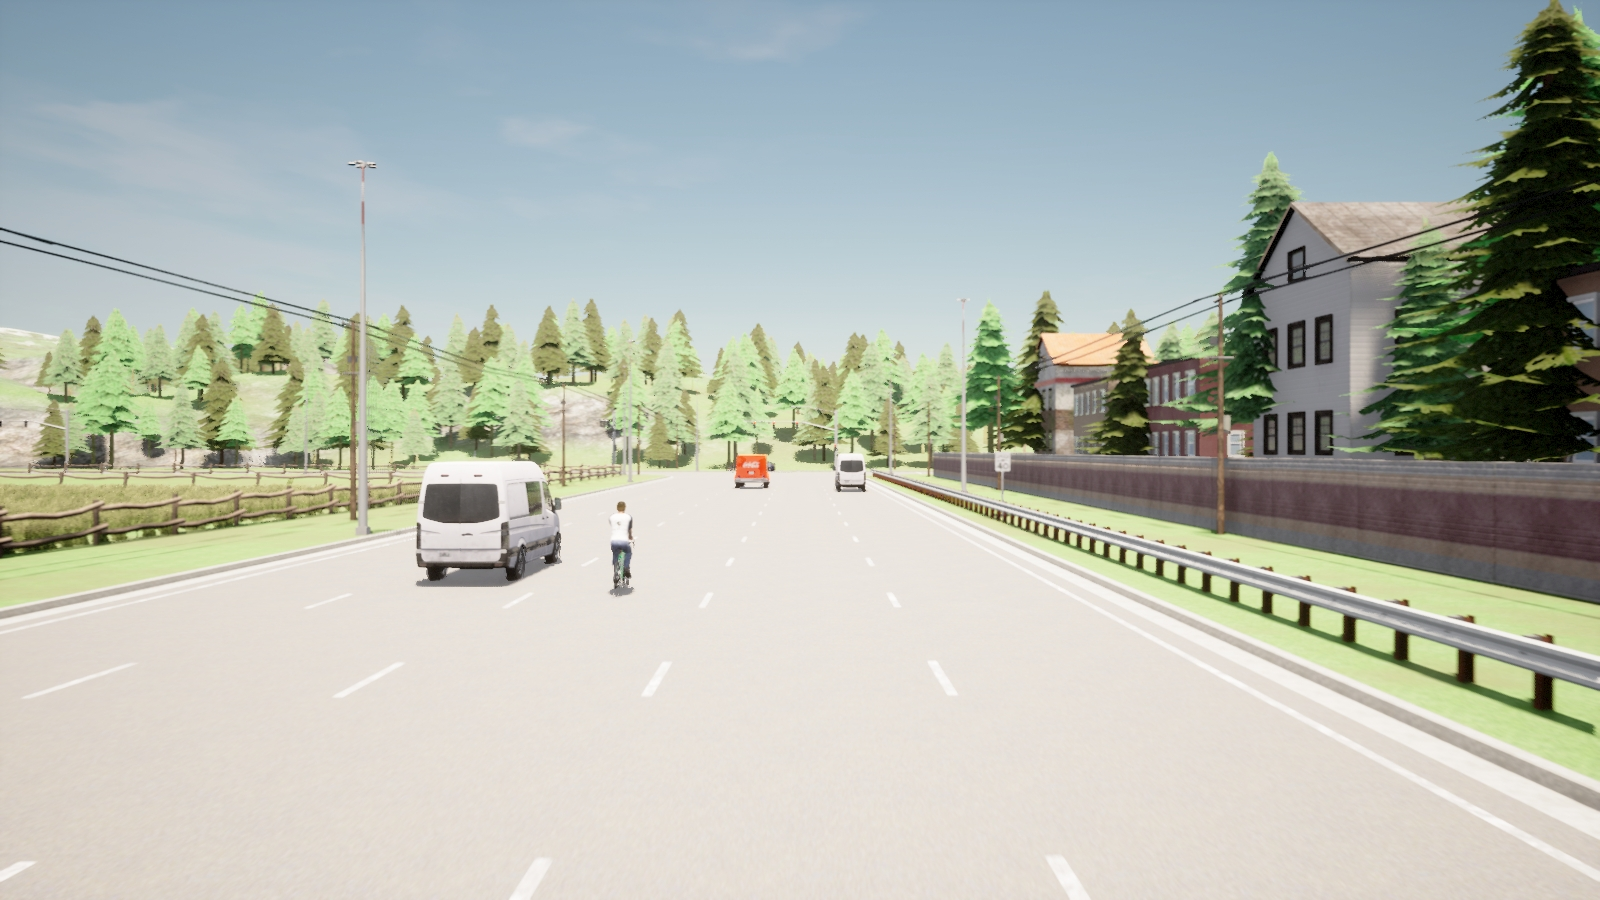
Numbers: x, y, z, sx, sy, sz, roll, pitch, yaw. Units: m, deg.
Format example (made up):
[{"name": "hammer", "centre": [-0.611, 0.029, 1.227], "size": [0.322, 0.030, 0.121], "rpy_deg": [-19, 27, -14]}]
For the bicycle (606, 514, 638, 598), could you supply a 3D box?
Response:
[{"name": "bicycle", "centre": [-3.500, 2.056, 22.487], "size": [0.373, 1.496, 1.643], "rpy_deg": [0, 0, 0]}]

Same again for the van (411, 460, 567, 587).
[{"name": "van", "centre": [-6.996, 1.534, 26.445], "size": [1.988, 2.561, 5.915], "rpy_deg": [0, 0, 0]}]
